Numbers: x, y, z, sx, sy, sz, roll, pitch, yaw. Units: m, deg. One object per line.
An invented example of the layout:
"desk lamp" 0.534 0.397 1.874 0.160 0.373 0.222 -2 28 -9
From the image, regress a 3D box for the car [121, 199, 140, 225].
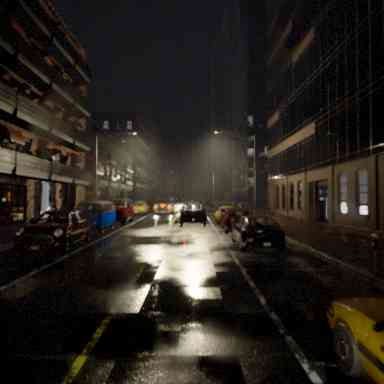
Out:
"car" -5.690 1.446 25.445 2.192 1.841 5.009 1 0 0

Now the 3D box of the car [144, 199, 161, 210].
"car" -5.714 1.796 48.234 1.887 1.381 4.507 1 0 0

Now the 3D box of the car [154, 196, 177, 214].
"car" -3.125 1.544 37.400 2.097 1.767 4.553 0 0 0

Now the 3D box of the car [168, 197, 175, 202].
"car" -5.753 2.031 93.644 1.752 1.417 4.829 1 0 0

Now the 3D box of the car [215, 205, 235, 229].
"car" 2.657 1.646 19.629 1.887 1.381 4.507 1 0 0

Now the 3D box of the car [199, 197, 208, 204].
"car" 2.608 1.956 76.606 2.008 1.369 4.403 1 0 0

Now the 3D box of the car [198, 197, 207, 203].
"car" 2.603 1.983 82.304 1.887 1.381 4.507 1 0 0

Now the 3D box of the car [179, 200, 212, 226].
"car" 0.082 1.617 24.233 2.128 1.511 4.902 0 0 0

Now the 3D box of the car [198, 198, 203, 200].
"car" 0.058 1.819 42.139 1.895 1.301 4.718 0 0 0

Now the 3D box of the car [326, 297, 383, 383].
"car" 2.671 1.540 2.705 1.752 1.417 4.829 1 0 0

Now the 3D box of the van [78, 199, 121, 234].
"van" -5.686 1.443 19.748 1.690 1.788 3.998 1 0 0

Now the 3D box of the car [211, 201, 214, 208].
"car" 2.652 1.656 25.496 1.752 1.417 4.829 1 0 0

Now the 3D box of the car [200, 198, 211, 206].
"car" 2.618 1.868 65.381 1.752 1.417 4.829 1 0 0

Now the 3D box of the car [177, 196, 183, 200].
"car" -3.066 1.650 78.744 1.837 1.490 4.892 0 0 0

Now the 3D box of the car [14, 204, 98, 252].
"car" -5.683 1.513 14.050 1.967 1.590 4.097 1 0 0

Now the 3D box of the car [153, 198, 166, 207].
"car" -5.724 1.837 59.460 1.752 1.417 4.829 1 0 0

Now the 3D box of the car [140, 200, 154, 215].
"car" -5.704 1.715 36.670 1.752 1.417 4.829 1 0 0

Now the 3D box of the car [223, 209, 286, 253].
"car" 2.661 1.623 13.931 2.008 1.369 4.403 1 0 0

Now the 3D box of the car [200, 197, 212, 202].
"car" 2.627 1.863 53.814 1.802 1.307 4.206 1 0 0
